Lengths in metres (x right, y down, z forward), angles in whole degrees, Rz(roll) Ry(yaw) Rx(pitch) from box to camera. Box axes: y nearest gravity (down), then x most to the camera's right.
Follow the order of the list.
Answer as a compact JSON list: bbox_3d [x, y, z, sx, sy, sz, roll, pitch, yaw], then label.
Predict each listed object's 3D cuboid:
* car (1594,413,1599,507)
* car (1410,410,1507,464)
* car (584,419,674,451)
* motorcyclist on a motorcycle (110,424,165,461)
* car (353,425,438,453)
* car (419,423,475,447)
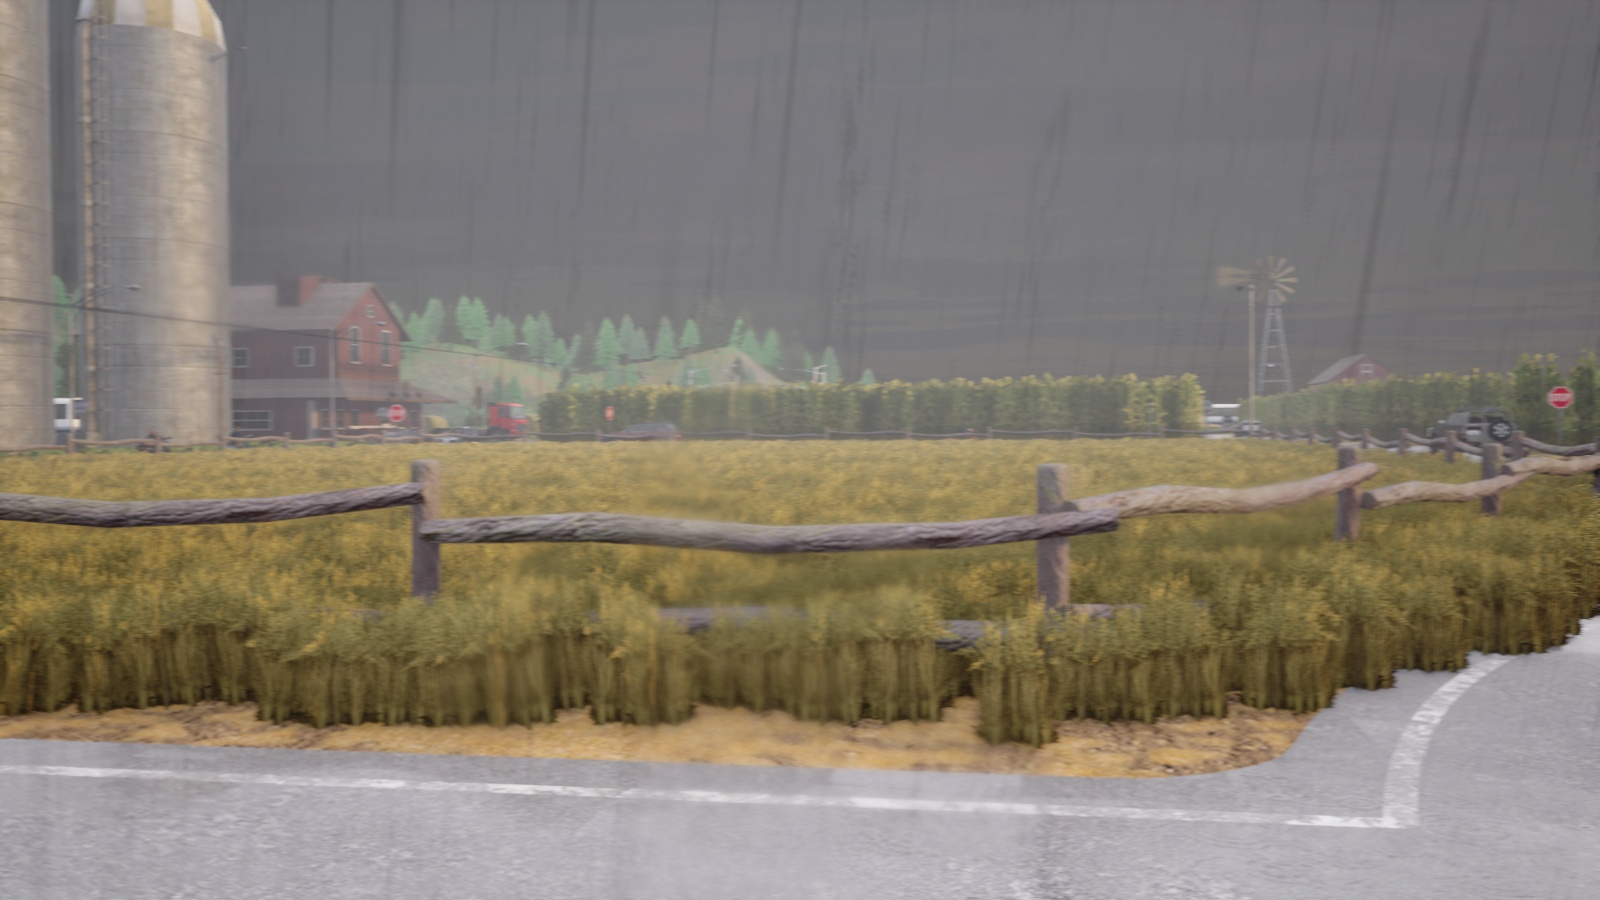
[{"bbox_3d":[15.759,0.237,21.570,2.097,1.767,4.553,0,1,12],"label":"car"},{"bbox_3d":[23.917,-0.467,45.780,1.932,1.855,4.605,0,0,12],"label":"car"},{"bbox_3d":[-9.523,-0.840,70.256,4.553,1.767,2.097,0,1,11],"label":"car"},{"bbox_3d":[-28.239,-0.336,53.540,0.866,1.530,2.191,0,1,11],"label":"motorcyclist on a motorcycle"},{"bbox_3d":[-21.803,-0.621,67.921,2.033,1.411,5.357,0,1,11],"label":"car"},{"bbox_3d":[-22.740,-0.988,81.127,1.970,1.475,3.806,0,1,11],"label":"car"}]
